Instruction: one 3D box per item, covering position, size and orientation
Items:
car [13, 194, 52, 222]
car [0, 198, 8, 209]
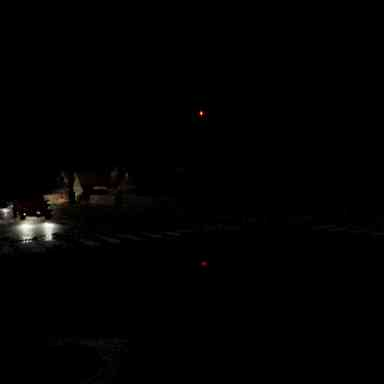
[{"bbox_3d":[-13.085,1.197,27.065,2.150,2.045,5.566,-1,1,-36],"label":"car"},{"bbox_3d":[-26.621,1.572,45.900,1.812,1.442,4.674,-1,0,-35],"label":"car"}]
